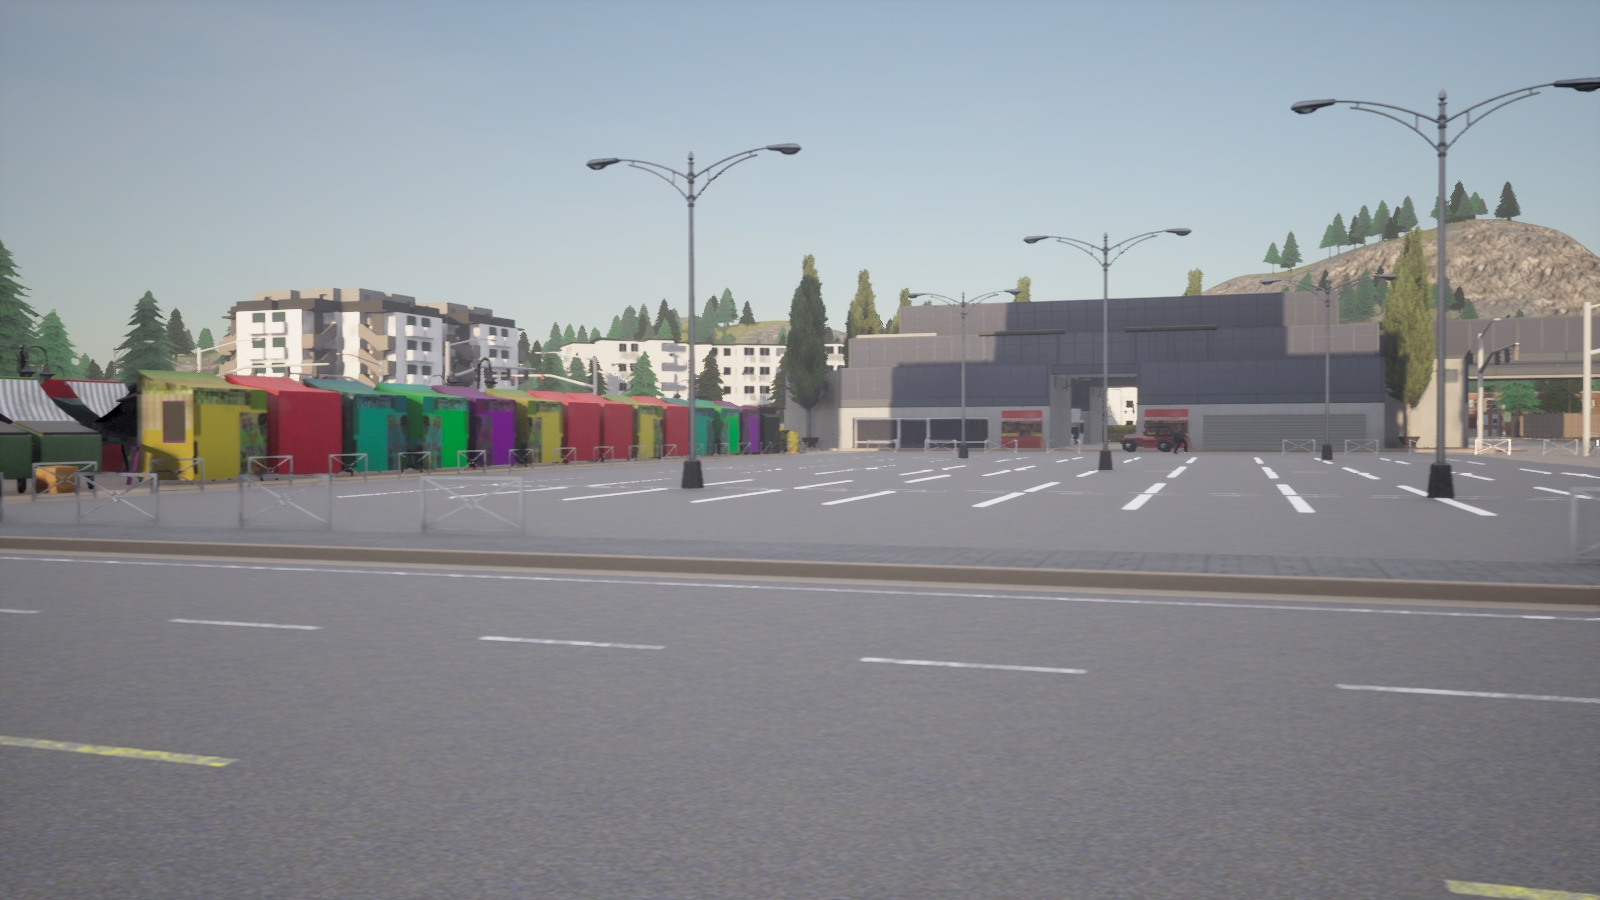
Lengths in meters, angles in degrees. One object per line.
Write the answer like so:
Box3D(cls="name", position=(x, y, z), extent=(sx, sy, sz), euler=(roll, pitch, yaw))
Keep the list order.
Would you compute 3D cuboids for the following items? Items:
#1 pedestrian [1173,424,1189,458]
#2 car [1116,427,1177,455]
Box3D(cls="pedestrian", position=(21.818, -0.529, 71.894), extent=(0.788, 1.949, 0.423), euler=(1, 1, 21))
Box3D(cls="car", position=(23.863, -0.616, 86.369), extent=(3.866, 1.878, 1.905), euler=(1, 1, 20))
